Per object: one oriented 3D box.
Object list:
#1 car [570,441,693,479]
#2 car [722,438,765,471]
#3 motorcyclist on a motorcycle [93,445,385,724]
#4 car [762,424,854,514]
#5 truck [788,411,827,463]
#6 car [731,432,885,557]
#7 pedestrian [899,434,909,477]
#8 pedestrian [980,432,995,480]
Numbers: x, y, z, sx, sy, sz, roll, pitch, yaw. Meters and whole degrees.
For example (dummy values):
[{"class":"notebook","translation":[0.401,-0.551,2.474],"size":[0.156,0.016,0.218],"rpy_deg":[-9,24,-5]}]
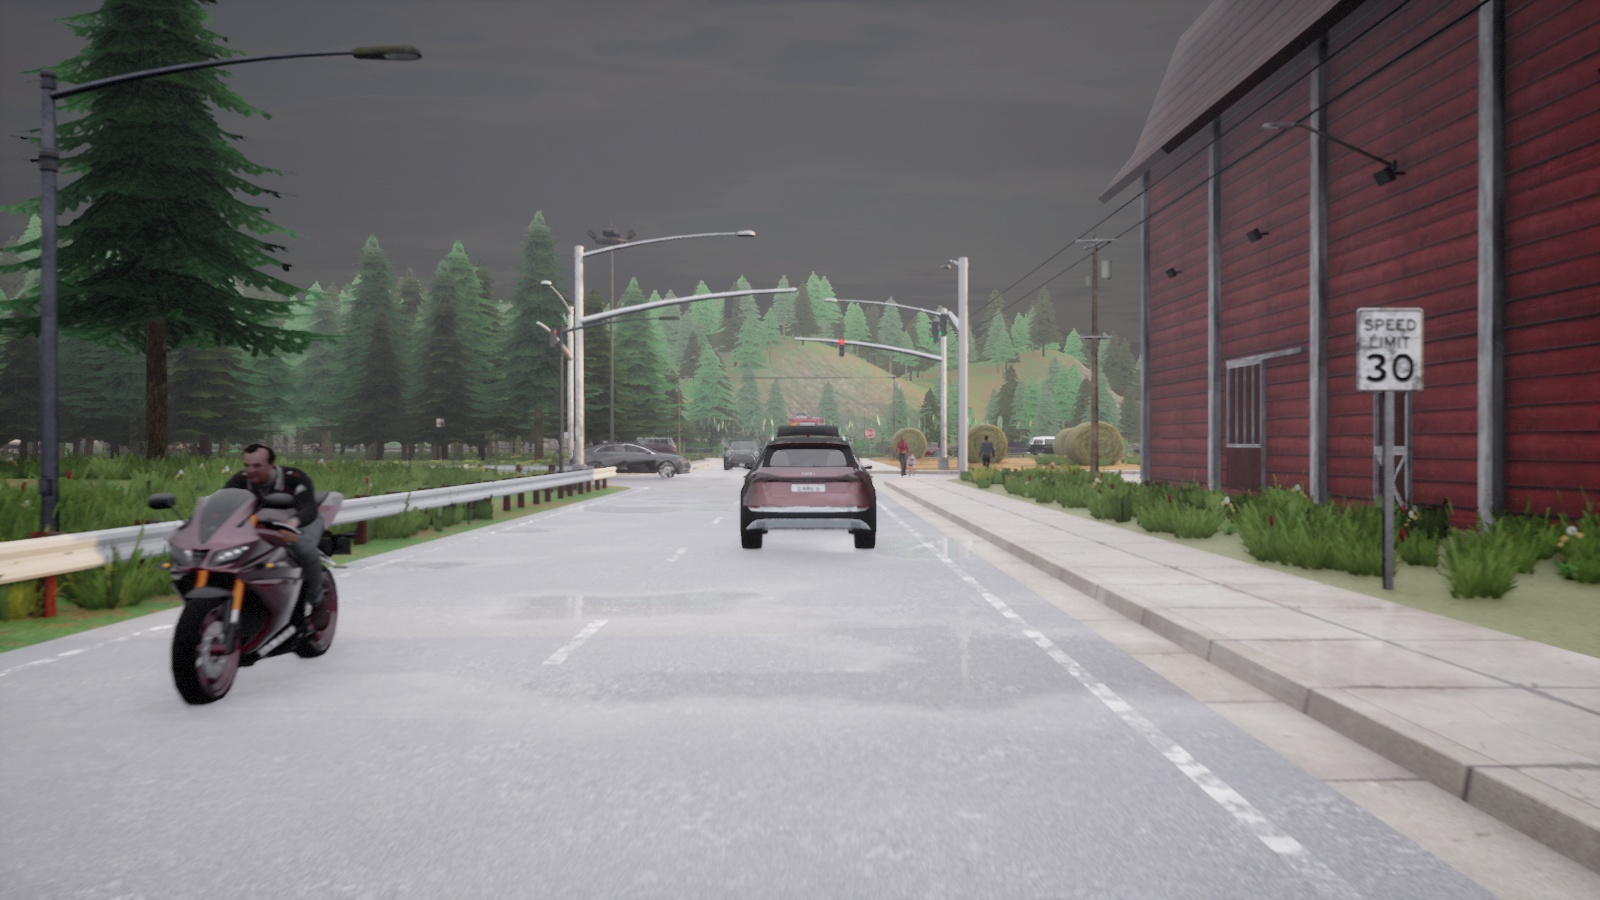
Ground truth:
[{"class":"car","translation":[-6.885,0.387,51.595],"size":[4.902,1.511,2.128],"rpy_deg":[0,0,-6]},{"class":"car","translation":[-3.090,0.211,69.475],"size":[2.097,1.767,4.553],"rpy_deg":[0,0,0]},{"class":"motorcyclist on a motorcycle","translation":[-3.439,0.734,7.988],"size":[0.866,1.530,2.191],"rpy_deg":[0,0,0]},{"class":"car","translation":[0.176,0.383,28.204],"size":[1.905,1.878,3.866],"rpy_deg":[0,0,0]},{"class":"truck","translation":[0.570,-0.967,97.447],"size":[2.891,3.827,8.468],"rpy_deg":[0,0,0]},{"class":"car","translation":[0.123,0.569,19.008],"size":[2.033,1.649,4.856],"rpy_deg":[0,0,0]},{"class":"pedestrian","translation":[4.471,0.220,54.181],"size":[0.331,1.846,0.636],"rpy_deg":[0,0,-4]},{"class":"pedestrian","translation":[7.656,0.239,51.342],"size":[0.423,1.949,0.788],"rpy_deg":[0,0,-4]}]
